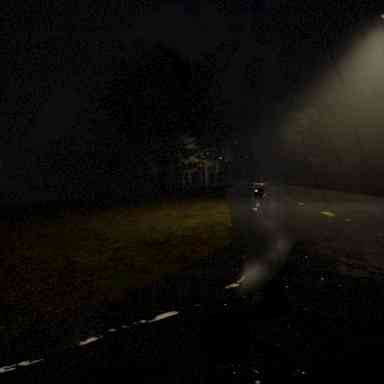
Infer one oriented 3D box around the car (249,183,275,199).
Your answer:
[{"bbox_3d":[6.374,-0.128,30.415,1.895,1.301,4.718,0,3,5],"label":"car"}]
